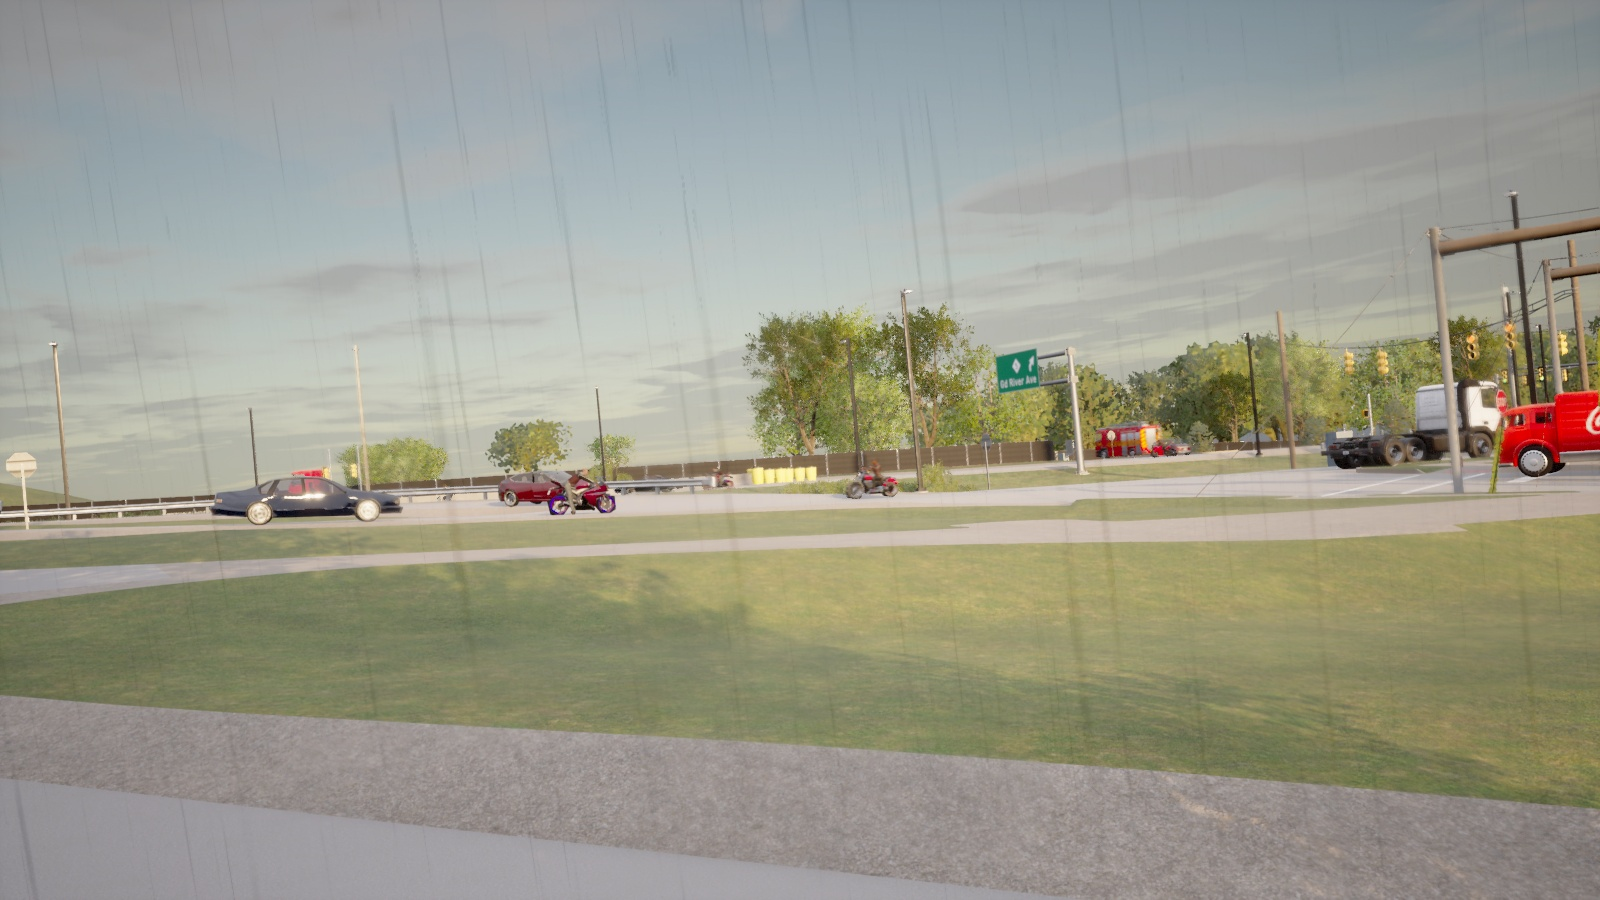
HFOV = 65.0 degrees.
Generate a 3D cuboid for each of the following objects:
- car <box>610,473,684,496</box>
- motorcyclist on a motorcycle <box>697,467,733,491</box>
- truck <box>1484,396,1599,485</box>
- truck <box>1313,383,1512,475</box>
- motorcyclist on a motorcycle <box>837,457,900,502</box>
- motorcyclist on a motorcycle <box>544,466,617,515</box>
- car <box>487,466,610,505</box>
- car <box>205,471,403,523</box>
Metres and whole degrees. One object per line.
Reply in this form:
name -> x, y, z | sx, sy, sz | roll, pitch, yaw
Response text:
car -> -10.570, 2.371, 86.797 | 4.718, 1.301, 1.895 | -3, -1, -23
motorcyclist on a motorcycle -> -5.736, 1.968, 85.031 | 2.191, 1.530, 0.866 | -3, -1, -23
truck -> 23.616, -0.351, 37.289 | 5.204, 2.467, 2.627 | -4, 0, 42
truck -> 25.824, -0.904, 52.905 | 7.936, 3.462, 2.891 | -3, -2, -23
motorcyclist on a motorcycle -> 2.682, 1.142, 49.233 | 2.350, 1.649, 0.766 | -2, -2, -28
motorcyclist on a motorcycle -> -7.122, 1.318, 40.751 | 2.191, 1.530, 0.866 | -1, -2, -22
car -> -10.768, 1.531, 53.820 | 4.792, 1.488, 2.163 | -2, 1, 27
car -> -14.809, 1.394, 37.671 | 5.357, 1.411, 2.033 | 0, -2, -22
